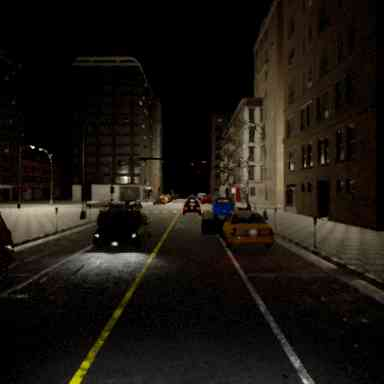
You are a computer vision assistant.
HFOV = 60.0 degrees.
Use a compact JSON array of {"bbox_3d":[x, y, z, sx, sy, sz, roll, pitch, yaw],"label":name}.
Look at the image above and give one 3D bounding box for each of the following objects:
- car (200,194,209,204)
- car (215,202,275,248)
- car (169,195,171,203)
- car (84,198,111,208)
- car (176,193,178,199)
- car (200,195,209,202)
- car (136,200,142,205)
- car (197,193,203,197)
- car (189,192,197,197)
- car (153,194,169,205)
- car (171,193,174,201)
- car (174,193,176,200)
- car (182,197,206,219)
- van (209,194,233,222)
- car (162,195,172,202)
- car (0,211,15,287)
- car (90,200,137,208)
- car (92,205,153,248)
[{"bbox_3d":[2.628,1.486,55.918,1.887,1.381,4.507,0,0,0],"label":"car"},{"bbox_3d":[2.222,1.444,14.626,1.801,1.575,5.366,0,0,0],"label":"car"},{"bbox_3d":[-5.398,1.461,61.156,1.752,1.417,4.829,0,0,0],"label":"car"},{"bbox_3d":[-11.905,1.500,44.144,4.718,1.301,1.895,0,0,3],"label":"car"},{"bbox_3d":[-5.402,1.449,88.374,2.008,1.369,4.403,0,0,0],"label":"car"},{"bbox_3d":[2.625,1.466,72.146,1.887,1.381,4.507,0,0,0],"label":"car"},{"bbox_3d":[-5.393,1.413,29.037,1.967,1.590,4.097,0,0,0],"label":"car"},{"bbox_3d":[2.627,1.250,61.327,2.192,1.841,5.009,0,0,0],"label":"car"},{"bbox_3d":[-0.014,1.441,83.217,2.033,1.411,5.357,0,0,0],"label":"car"},{"bbox_3d":[-5.397,1.382,55.916,1.967,1.590,4.097,0,0,0],"label":"car"},{"bbox_3d":[-5.399,1.244,66.735,2.192,1.841,5.009,0,0,0],"label":"car"},{"bbox_3d":[-5.401,1.480,77.555,1.947,1.339,4.313,0,0,0],"label":"car"},{"bbox_3d":[-0.006,1.516,32.710,2.033,1.411,5.357,0,0,0],"label":"car"},{"bbox_3d":[2.632,1.314,29.037,1.690,1.788,3.998,0,0,0],"label":"van"},{"bbox_3d":[-5.400,1.447,71.975,1.752,1.417,4.829,0,0,0],"label":"car"},{"bbox_3d":[-5.389,1.310,6.316,2.192,1.841,5.009,0,0,0],"label":"car"},{"bbox_3d":[-5.392,1.530,23.357,2.008,1.369,4.403,0,0,0],"label":"car"},{"bbox_3d":[-2.852,1.535,14.948,2.033,1.411,5.357,0,0,0],"label":"car"}]
